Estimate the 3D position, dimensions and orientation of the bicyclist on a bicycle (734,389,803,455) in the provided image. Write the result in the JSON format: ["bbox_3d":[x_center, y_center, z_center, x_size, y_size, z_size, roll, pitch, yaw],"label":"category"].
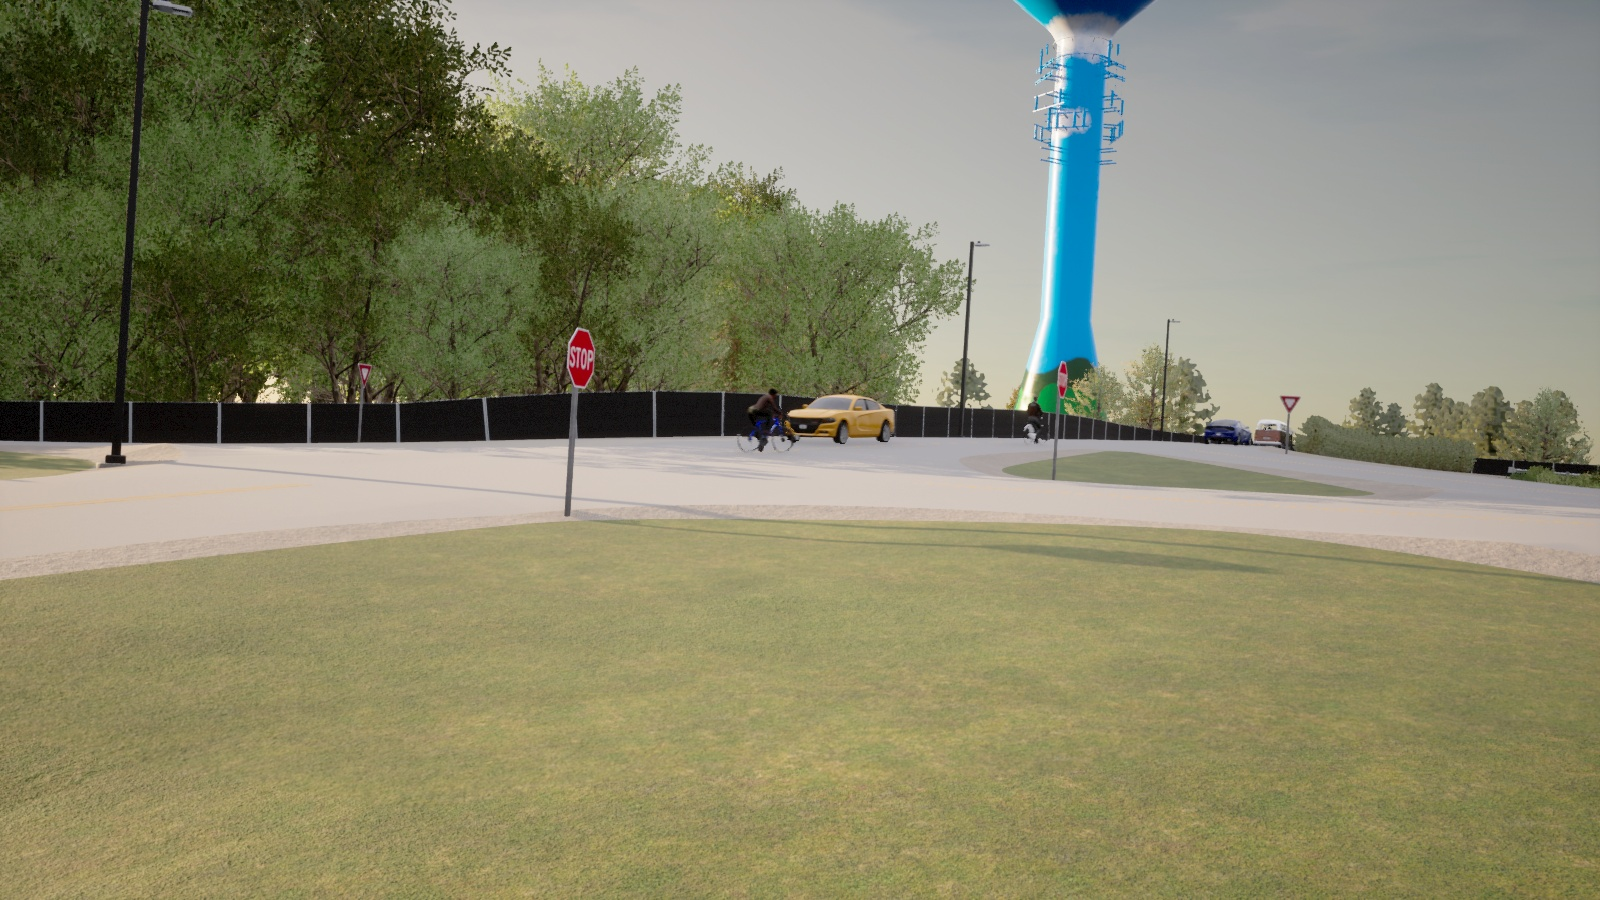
[{"bbox_3d":[-0.791,-0.699,31.502,1.656,1.620,0.582,-1,2,-32],"label":"bicyclist on a bicycle"}]

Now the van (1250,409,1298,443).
[{"bbox_3d":[32.292,-1.612,85.533,2.069,2.038,4.480,2,-1,33],"label":"van"}]

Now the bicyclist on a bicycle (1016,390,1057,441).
[{"bbox_3d":[8.453,-1.228,44.820,0.659,1.776,1.843,3,3,37],"label":"bicyclist on a bicycle"}]

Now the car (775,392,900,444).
[{"bbox_3d":[1.285,-1.045,39.951,1.882,1.535,5.008,2,3,29],"label":"car"}]

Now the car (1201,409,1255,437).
[{"bbox_3d":[25.380,-1.594,74.347,1.882,1.535,5.008,2,2,32],"label":"car"}]
